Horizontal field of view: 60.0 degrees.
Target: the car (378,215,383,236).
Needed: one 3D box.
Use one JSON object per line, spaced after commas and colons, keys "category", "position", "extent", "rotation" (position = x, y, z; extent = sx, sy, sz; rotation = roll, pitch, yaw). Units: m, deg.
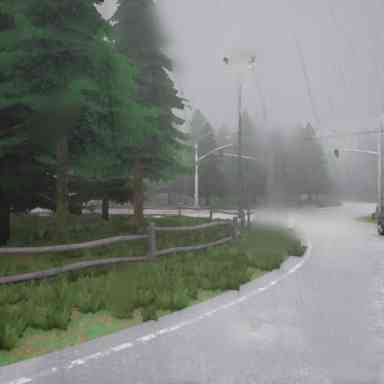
{"category": "car", "position": [10.266, 1.351, 15.402], "extent": [2.097, 1.767, 4.553], "rotation": [0, 0, 15]}
